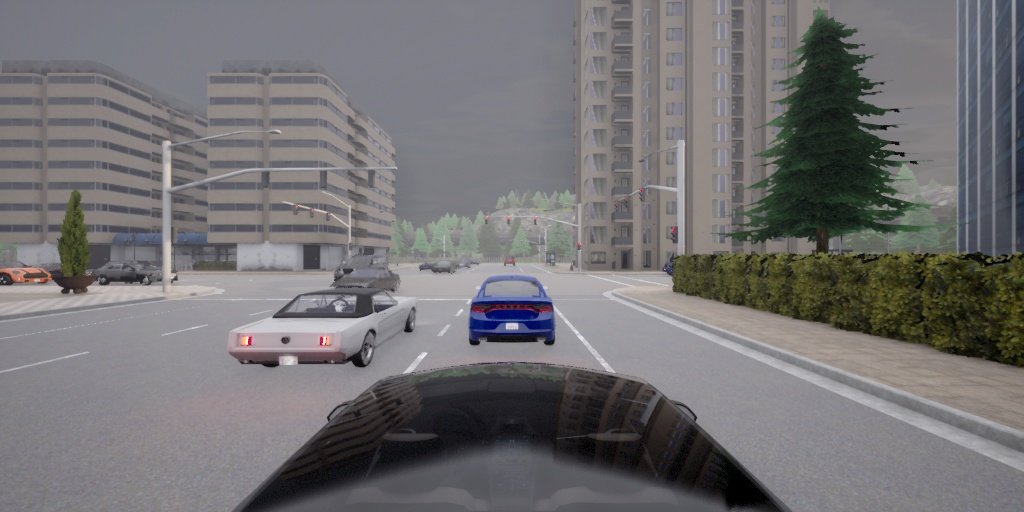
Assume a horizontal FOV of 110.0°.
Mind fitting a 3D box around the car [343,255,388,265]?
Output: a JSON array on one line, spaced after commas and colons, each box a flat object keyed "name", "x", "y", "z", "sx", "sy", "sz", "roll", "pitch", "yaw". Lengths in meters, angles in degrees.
[{"name": "car", "x": -10.827, "y": 0.969, "z": 26.345, "sx": 2.150, "sy": 2.045, "sz": 5.566, "roll": 0, "pitch": 0, "yaw": 0}]

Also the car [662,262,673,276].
[{"name": "car", "x": 17.894, "y": 0.968, "z": 35.453, "sx": 5.566, "sy": 2.045, "sz": 2.150, "roll": 0, "pitch": 0, "yaw": 0}]

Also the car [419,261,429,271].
[{"name": "car", "x": -11.009, "y": 1.346, "z": 47.749, "sx": 1.895, "sy": 1.301, "sz": 4.718, "roll": 0, "pitch": 0, "yaw": 0}]

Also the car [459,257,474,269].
[{"name": "car", "x": -7.575, "y": 1.237, "z": 56.029, "sx": 2.128, "sy": 1.511, "sz": 4.902, "roll": 0, "pitch": 0, "yaw": 0}]

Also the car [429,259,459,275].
[{"name": "car", "x": -7.439, "y": 1.224, "z": 39.758, "sx": 1.882, "sy": 1.535, "sz": 5.008, "roll": 0, "pitch": 0, "yaw": -1}]

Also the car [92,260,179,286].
[{"name": "car", "x": -25.946, "y": 1.239, "z": 24.780, "sx": 4.902, "sy": 1.511, "sz": 2.128, "roll": 0, "pitch": 0, "yaw": 1}]

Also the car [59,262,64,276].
[{"name": "car", "x": -38.613, "y": 1.348, "z": 28.318, "sx": 4.718, "sy": 1.301, "sz": 1.895, "roll": 0, "pitch": 0, "yaw": 0}]

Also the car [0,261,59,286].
[{"name": "car", "x": -35.097, "y": 1.100, "z": 24.810, "sx": 4.553, "sy": 1.767, "sz": 2.097, "roll": 0, "pitch": 0, "yaw": 0}]

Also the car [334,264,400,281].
[{"name": "car", "x": -7.248, "y": 1.296, "z": 18.396, "sx": 2.033, "sy": 1.411, "sz": 5.357, "roll": 0, "pitch": 0, "yaw": -1}]

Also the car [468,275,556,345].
[{"name": "car", "x": -0.004, "y": 1.227, "z": 9.507, "sx": 1.882, "sy": 1.535, "sz": 5.008, "roll": 0, "pitch": 0, "yaw": 0}]

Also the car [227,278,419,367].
[{"name": "car", "x": -3.496, "y": 1.350, "z": 7.841, "sx": 1.895, "sy": 1.301, "sz": 4.718, "roll": 0, "pitch": 0, "yaw": 0}]
